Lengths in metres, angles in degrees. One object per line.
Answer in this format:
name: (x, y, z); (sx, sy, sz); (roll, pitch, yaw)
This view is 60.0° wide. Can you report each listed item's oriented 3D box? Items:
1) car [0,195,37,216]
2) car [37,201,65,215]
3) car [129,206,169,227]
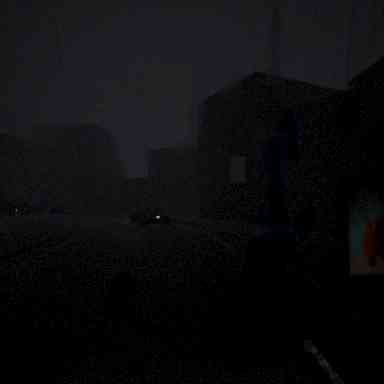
car: (-18.952, 1.312, 33.310); (5.566, 2.045, 2.150); (0, -2, 15)
car: (-16.145, 1.673, 36.091); (5.008, 1.535, 1.882); (0, -2, 24)
car: (-3.204, 1.696, 24.377); (1.994, 1.385, 4.181); (1, -1, -26)
